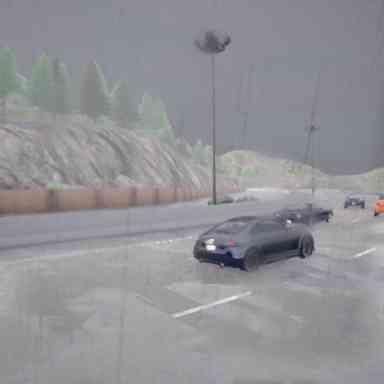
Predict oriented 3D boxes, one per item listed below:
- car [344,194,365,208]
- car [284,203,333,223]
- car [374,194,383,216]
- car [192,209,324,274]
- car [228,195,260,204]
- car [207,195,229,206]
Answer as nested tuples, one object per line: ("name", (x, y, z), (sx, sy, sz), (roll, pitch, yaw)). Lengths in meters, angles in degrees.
("car", (17.400, 0.953, 35.589), (1.812, 1.442, 4.674), (0, 1, 28))
("car", (6.830, 1.319, 20.036), (1.895, 1.301, 4.718), (0, 1, 42))
("car", (15.511, 0.899, 25.705), (2.097, 1.767, 4.553), (0, 1, 35))
("car", (2.021, 1.440, 10.343), (4.181, 1.385, 1.994), (-1, 1, -41))
("car", (6.103, 1.134, 36.737), (1.994, 1.385, 4.181), (0, 1, 32))
("car", (3.504, 1.094, 39.138), (1.837, 1.490, 4.892), (0, 0, 31))
